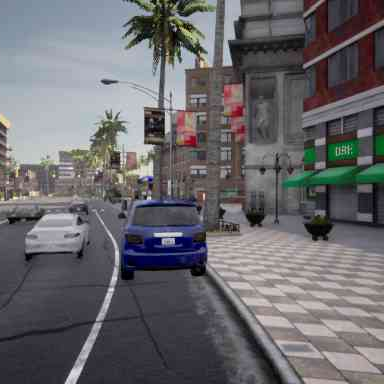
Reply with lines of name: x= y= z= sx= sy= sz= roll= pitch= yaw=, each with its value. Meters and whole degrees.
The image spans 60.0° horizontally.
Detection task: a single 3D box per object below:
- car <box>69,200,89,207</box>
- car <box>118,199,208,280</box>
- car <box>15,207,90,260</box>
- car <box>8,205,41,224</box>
car: x=-11.815 y=1.515 z=34.746 sx=1.812 sy=1.442 sz=4.674 roll=0 pitch=0 yaw=-18
car: x=-1.055 y=1.218 z=10.220 sx=2.150 sy=2.045 sz=5.566 roll=0 pitch=0 yaw=-11
car: x=-4.896 y=1.522 z=12.464 sx=1.812 sy=1.442 sz=4.674 roll=0 pitch=0 yaw=-14
car: x=-12.093 y=1.590 z=24.628 sx=1.895 sy=1.301 sz=4.718 roll=0 pitch=0 yaw=-18
